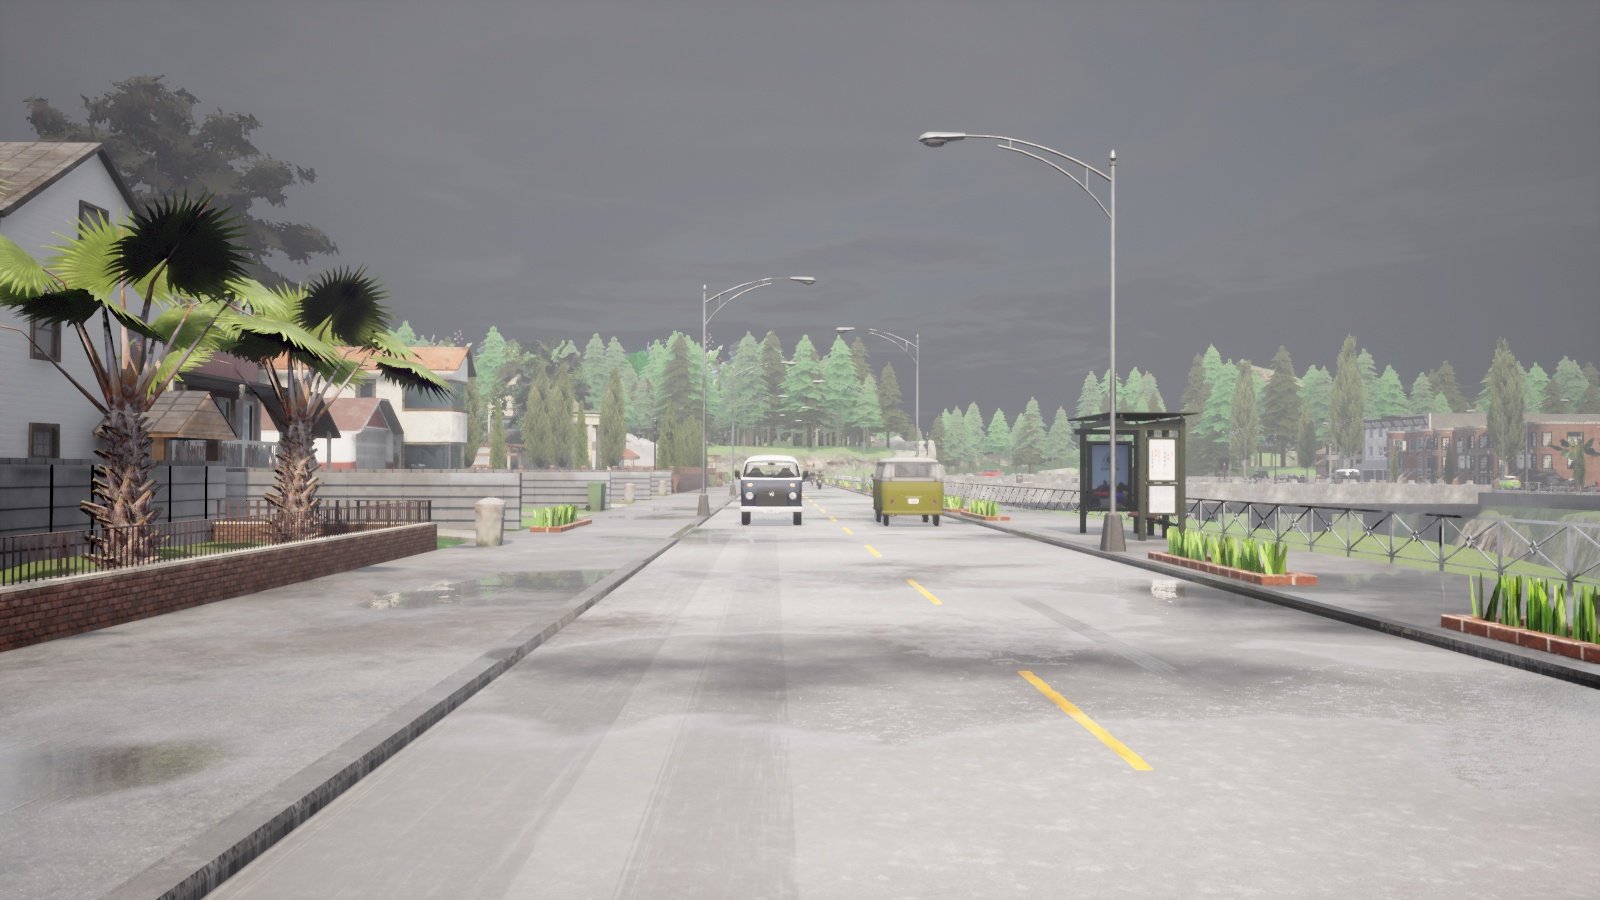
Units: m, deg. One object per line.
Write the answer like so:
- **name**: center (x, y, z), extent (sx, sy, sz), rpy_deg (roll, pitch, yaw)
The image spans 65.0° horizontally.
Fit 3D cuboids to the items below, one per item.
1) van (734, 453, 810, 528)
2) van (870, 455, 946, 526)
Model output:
- **van**: center (-0.822, 1.156, 36.693), extent (2.069, 2.038, 4.480), rpy_deg (0, -1, -1)
- **van**: center (3.161, 1.183, 37.516), extent (1.775, 1.987, 4.442), rpy_deg (0, -1, -1)
